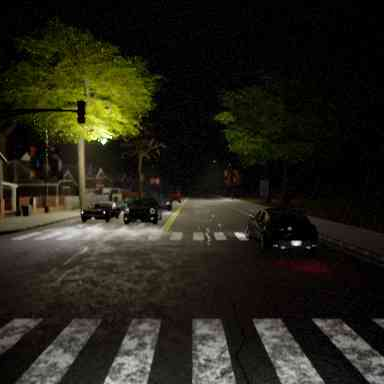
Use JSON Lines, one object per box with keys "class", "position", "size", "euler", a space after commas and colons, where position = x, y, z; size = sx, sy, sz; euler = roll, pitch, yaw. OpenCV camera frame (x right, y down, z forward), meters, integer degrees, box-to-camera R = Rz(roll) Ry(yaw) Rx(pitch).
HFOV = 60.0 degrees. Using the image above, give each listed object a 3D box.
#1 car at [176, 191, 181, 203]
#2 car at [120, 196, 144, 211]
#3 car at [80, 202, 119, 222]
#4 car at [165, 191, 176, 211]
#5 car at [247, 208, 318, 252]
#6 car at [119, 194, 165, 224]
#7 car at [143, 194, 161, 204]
{"class": "car", "position": [-2.999, 0.780, 55.507], "size": [2.150, 2.045, 5.566], "euler": [0, 0, 1]}
{"class": "car", "position": [-6.405, 1.232, 36.052], "size": [1.812, 1.442, 4.674], "euler": [0, 0, 0]}
{"class": "car", "position": [-6.477, 1.403, 24.037], "size": [1.895, 1.301, 4.718], "euler": [0, 0, 0]}
{"class": "car", "position": [-3.167, 1.066, 34.991], "size": [2.097, 1.767, 4.553], "euler": [0, 0, 0]}
{"class": "car", "position": [3.413, 1.394, 13.253], "size": [1.837, 1.490, 4.892], "euler": [0, 0, 0]}
{"class": "car", "position": [-3.235, 1.166, 22.537], "size": [2.097, 1.767, 4.553], "euler": [0, 0, 0]}
{"class": "car", "position": [-6.294, 1.072, 52.521], "size": [2.128, 1.511, 4.902], "euler": [0, 0, 1]}
